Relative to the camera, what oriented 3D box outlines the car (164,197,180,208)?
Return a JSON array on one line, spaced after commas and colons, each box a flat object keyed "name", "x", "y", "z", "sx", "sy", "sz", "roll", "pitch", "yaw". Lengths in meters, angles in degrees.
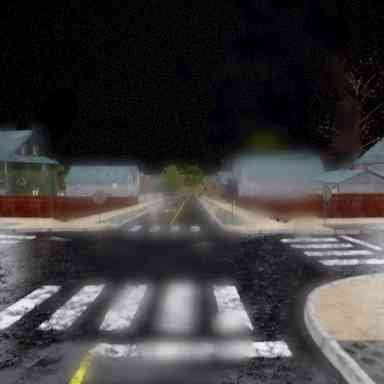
[{"name": "car", "x": -2.805, "y": 1.506, "z": 47.064, "sx": 2.128, "sy": 1.511, "sz": 4.902, "roll": 0, "pitch": 0, "yaw": 0}]
